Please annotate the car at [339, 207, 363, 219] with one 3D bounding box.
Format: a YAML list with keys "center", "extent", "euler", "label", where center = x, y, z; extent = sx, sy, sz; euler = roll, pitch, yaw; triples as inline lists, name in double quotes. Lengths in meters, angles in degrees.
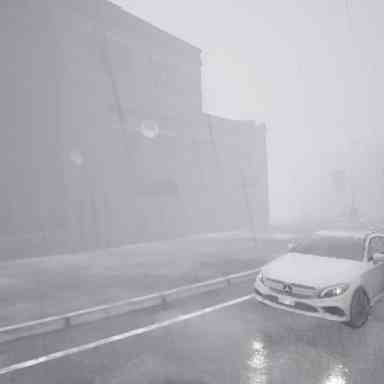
- center: [21.248, 2.789, 44.714]
  extent: [1.812, 1.442, 4.674]
  euler: [-3, -3, 5]
  label: "car"

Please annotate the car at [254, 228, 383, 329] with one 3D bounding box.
- center: [3.249, 1.558, 7.202]
  extent: [4.674, 1.442, 1.812]
  euler: [0, -1, -44]
  label: "car"
